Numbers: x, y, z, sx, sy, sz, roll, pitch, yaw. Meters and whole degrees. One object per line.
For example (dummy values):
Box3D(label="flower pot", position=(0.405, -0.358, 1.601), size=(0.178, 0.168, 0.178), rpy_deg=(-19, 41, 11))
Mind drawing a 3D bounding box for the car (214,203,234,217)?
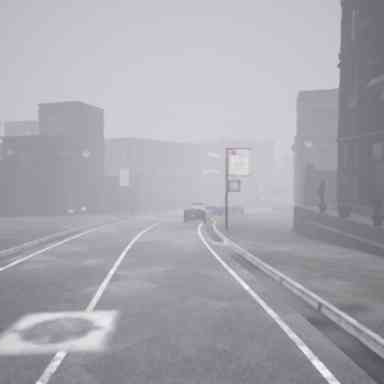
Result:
Box3D(label="car", position=(3.099, 2.071, 39.366), size=(1.882, 1.535, 5.008), rpy_deg=(1, -1, 21))

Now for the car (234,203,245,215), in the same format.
Box3D(label="car", position=(5.484, 2.246, 44.522), size=(1.812, 1.442, 4.674), rpy_deg=(2, 0, 28))

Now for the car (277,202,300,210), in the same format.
Box3D(label="car", position=(19.180, 2.834, 65.901), size=(4.181, 1.385, 1.994), rpy_deg=(2, 2, -34))

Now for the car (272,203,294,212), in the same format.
Box3D(label="car", position=(16.601, 2.801, 59.707), size=(5.357, 1.411, 2.033), rpy_deg=(3, 1, -40))

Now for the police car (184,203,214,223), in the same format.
Box3D(label="police car", position=(0.541, 1.840, 30.367), size=(1.930, 1.638, 5.238), rpy_deg=(1, -1, 10))
